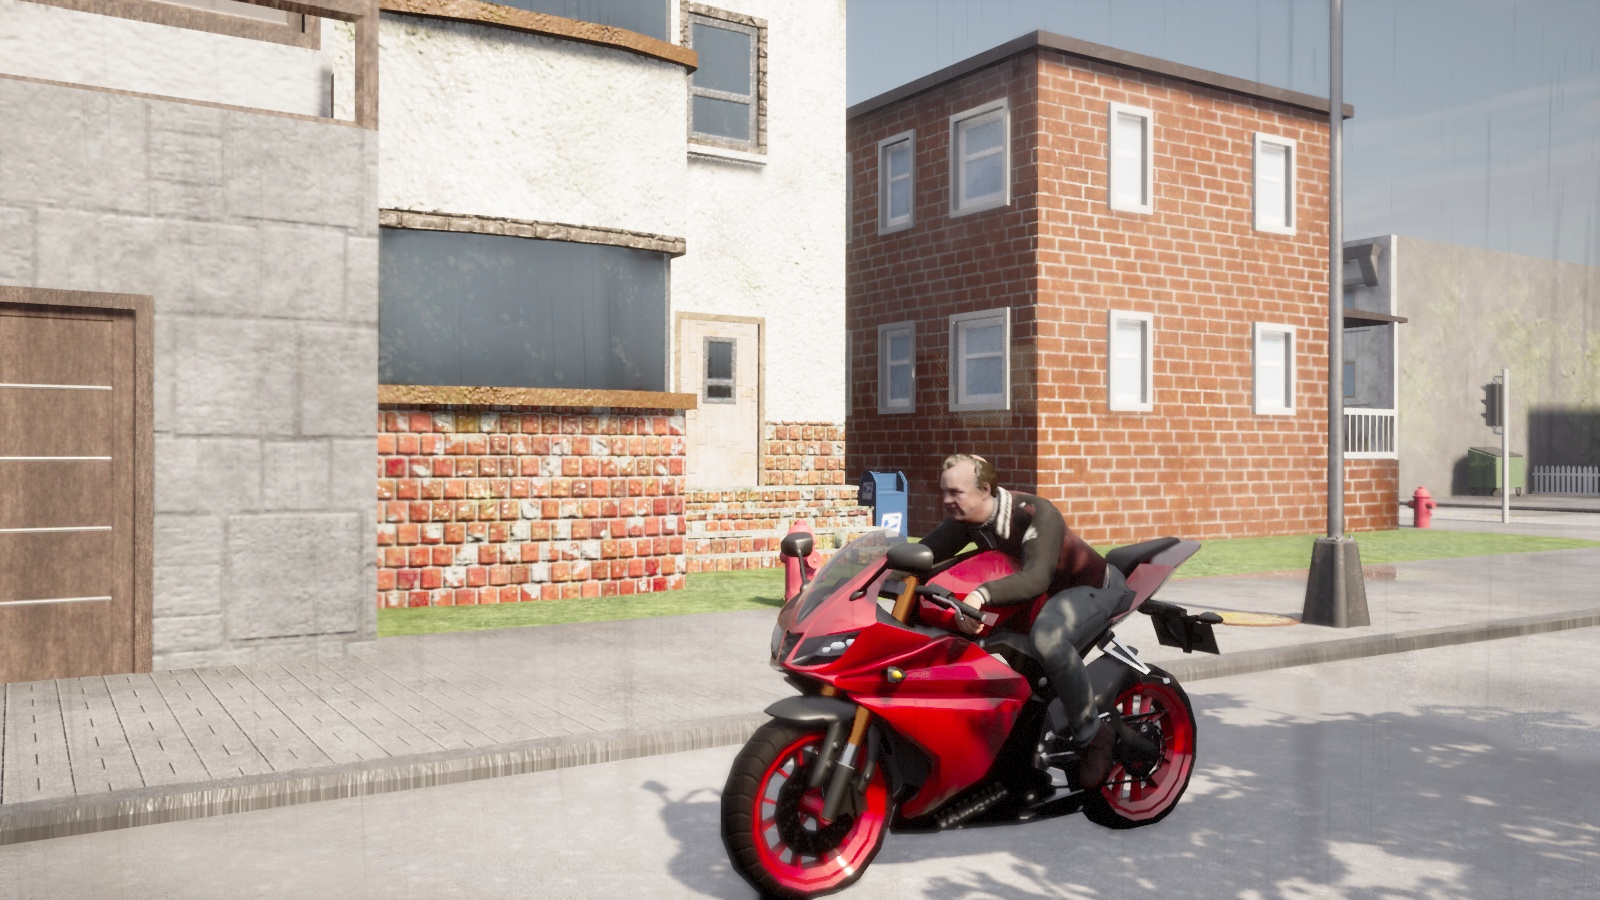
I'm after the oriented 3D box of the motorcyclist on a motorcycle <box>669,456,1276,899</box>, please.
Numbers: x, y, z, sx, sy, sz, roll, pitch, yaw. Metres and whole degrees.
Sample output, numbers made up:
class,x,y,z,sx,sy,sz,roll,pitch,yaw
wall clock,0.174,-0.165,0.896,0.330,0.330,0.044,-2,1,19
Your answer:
class,x,y,z,sx,sy,sz,roll,pitch,yaw
motorcyclist on a motorcycle,0.695,0.790,4.677,2.191,1.530,0.866,0,0,-32
